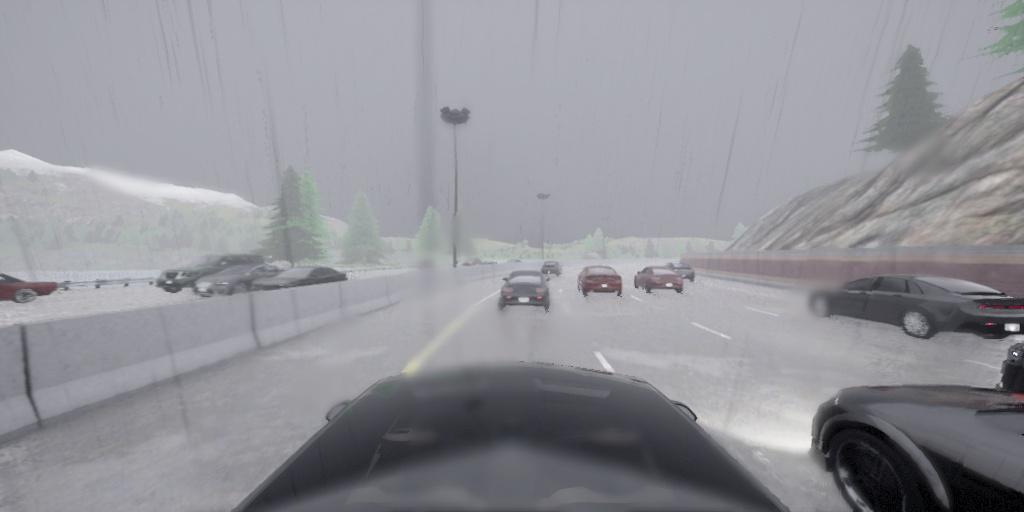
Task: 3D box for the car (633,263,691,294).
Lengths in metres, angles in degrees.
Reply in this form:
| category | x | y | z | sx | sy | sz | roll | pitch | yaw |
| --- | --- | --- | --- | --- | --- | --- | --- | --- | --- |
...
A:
| category | x | y | z | sx | sy | sz | roll | pitch | yaw |
| --- | --- | --- | --- | --- | --- | --- | --- | --- | --- |
| car | 8.265 | 1.294 | 20.487 | 1.812 | 1.442 | 4.674 | 0 | 0 | 7 |

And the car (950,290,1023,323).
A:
| category | x | y | z | sx | sy | sz | roll | pitch | yaw |
| --- | --- | --- | --- | --- | --- | --- | --- | --- | --- |
| car | 7.129 | 1.258 | 2.482 | 2.128 | 1.511 | 4.902 | 0 | 0 | 0 |

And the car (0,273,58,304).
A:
| category | x | y | z | sx | sy | sz | roll | pitch | yaw |
| --- | --- | --- | --- | --- | --- | --- | --- | --- | --- |
| car | -20.728 | 1.305 | 13.290 | 1.895 | 1.301 | 4.718 | 0 | 0 | 4 |

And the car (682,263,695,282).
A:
| category | x | y | z | sx | sy | sz | roll | pitch | yaw |
| --- | --- | --- | --- | --- | --- | --- | --- | --- | --- |
| car | 13.255 | 1.272 | 29.013 | 2.128 | 1.511 | 4.902 | 0 | 0 | 11 |

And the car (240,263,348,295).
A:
| category | x | y | z | sx | sy | sz | roll | pitch | yaw |
| --- | --- | --- | --- | --- | --- | --- | --- | --- | --- |
| car | -9.881 | 1.206 | 17.142 | 1.882 | 1.535 | 5.008 | 0 | 0 | 6 |

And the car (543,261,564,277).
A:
| category | x | y | z | sx | sy | sz | roll | pitch | yaw |
| --- | --- | --- | --- | --- | --- | --- | --- | --- | --- |
| car | 4.067 | 1.262 | 35.995 | 1.837 | 1.490 | 4.892 | 0 | 0 | 13 |

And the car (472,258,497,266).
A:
| category | x | y | z | sx | sy | sz | roll | pitch | yaw |
| --- | --- | --- | --- | --- | --- | --- | --- | --- | --- |
| car | -4.113 | 1.342 | 57.661 | 1.895 | 1.301 | 4.718 | 0 | 0 | 21 |

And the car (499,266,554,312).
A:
| category | x | y | z | sx | sy | sz | roll | pitch | yaw |
| --- | --- | --- | --- | --- | --- | --- | --- | --- | --- |
| car | 0.578 | 1.277 | 14.138 | 1.812 | 1.442 | 4.674 | 0 | 0 | 4 |

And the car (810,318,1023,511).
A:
| category | x | y | z | sx | sy | sz | roll | pitch | yaw |
| --- | --- | --- | --- | --- | --- | --- | --- | --- | --- |
| car | 3.644 | 1.322 | 1.415 | 1.994 | 1.385 | 4.181 | 0 | 0 | -1 |

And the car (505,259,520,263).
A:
| category | x | y | z | sx | sy | sz | roll | pitch | yaw |
| --- | --- | --- | --- | --- | --- | --- | --- | --- | --- |
| car | 0.049 | 1.254 | 58.686 | 1.837 | 1.490 | 4.892 | 0 | 0 | 22 |

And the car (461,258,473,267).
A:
| category | x | y | z | sx | sy | sz | roll | pitch | yaw |
| --- | --- | --- | --- | --- | --- | --- | --- | --- | --- |
| car | -6.745 | 1.088 | 60.507 | 2.097 | 1.767 | 4.553 | 0 | 0 | 21 |

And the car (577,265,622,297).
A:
| category | x | y | z | sx | sy | sz | roll | pitch | yaw |
| --- | --- | --- | --- | --- | --- | --- | --- | --- | --- |
| car | 4.596 | 1.238 | 19.246 | 1.882 | 1.535 | 5.008 | 0 | 0 | 6 |

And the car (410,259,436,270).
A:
| category | x | y | z | sx | sy | sz | roll | pitch | yaw |
| --- | --- | --- | --- | --- | --- | --- | --- | --- | --- |
| car | -13.124 | 1.213 | 53.056 | 2.128 | 1.511 | 4.902 | 0 | 0 | 18 |

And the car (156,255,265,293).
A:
| category | x | y | z | sx | sy | sz | roll | pitch | yaw |
| --- | --- | --- | --- | --- | --- | --- | --- | --- | --- |
| car | -16.605 | 0.934 | 20.434 | 2.150 | 2.045 | 5.566 | 0 | 0 | 7 |

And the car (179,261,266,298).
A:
| category | x | y | z | sx | sy | sz | roll | pitch | yaw |
| --- | --- | --- | --- | --- | --- | --- | --- | --- | --- |
| car | -13.286 | 1.212 | 18.168 | 2.128 | 1.511 | 4.902 | 0 | 0 | 6 |

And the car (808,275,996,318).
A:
| category | x | y | z | sx | sy | sz | roll | pitch | yaw |
| --- | --- | --- | --- | --- | --- | --- | --- | --- | --- |
| car | 10.819 | 1.279 | 10.090 | 1.837 | 1.490 | 4.892 | 0 | 0 | 3 |
